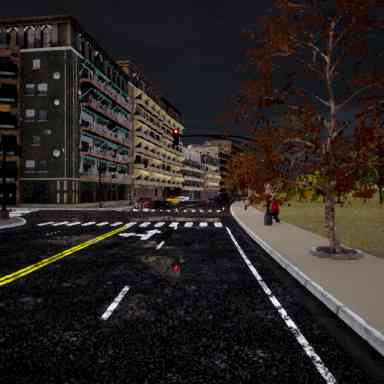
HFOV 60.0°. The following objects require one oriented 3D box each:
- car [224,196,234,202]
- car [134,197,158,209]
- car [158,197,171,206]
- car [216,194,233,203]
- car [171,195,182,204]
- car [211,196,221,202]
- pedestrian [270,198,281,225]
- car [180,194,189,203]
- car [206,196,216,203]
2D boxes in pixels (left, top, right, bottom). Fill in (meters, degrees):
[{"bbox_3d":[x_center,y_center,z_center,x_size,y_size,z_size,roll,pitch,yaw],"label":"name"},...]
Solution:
[{"bbox_3d":[9.814,1.871,88.711,2.128,1.511,4.902,0,0,13],"label":"car"},{"bbox_3d":[-6.895,1.478,48.257,2.097,1.767,4.553,0,0,7],"label":"car"},{"bbox_3d":[-5.615,1.782,58.256,1.895,1.301,4.718,0,0,8],"label":"car"},{"bbox_3d":[7.661,1.534,78.300,2.150,2.045,5.566,0,0,11],"label":"car"},{"bbox_3d":[-4.010,1.717,68.431,1.882,1.535,5.008,0,0,9],"label":"car"},{"bbox_3d":[6.545,1.816,88.990,1.882,1.535,5.008,0,0,13],"label":"car"},{"bbox_3d":[5.353,1.167,21.489,0.375,1.860,0.375,0,0,3],"label":"pedestrian"},{"bbox_3d":[-2.159,1.528,78.840,2.150,2.045,5.566,0,0,10],"label":"car"},{"bbox_3d":[4.455,1.835,78.842,2.128,1.511,4.902,0,0,11],"label":"car"}]
